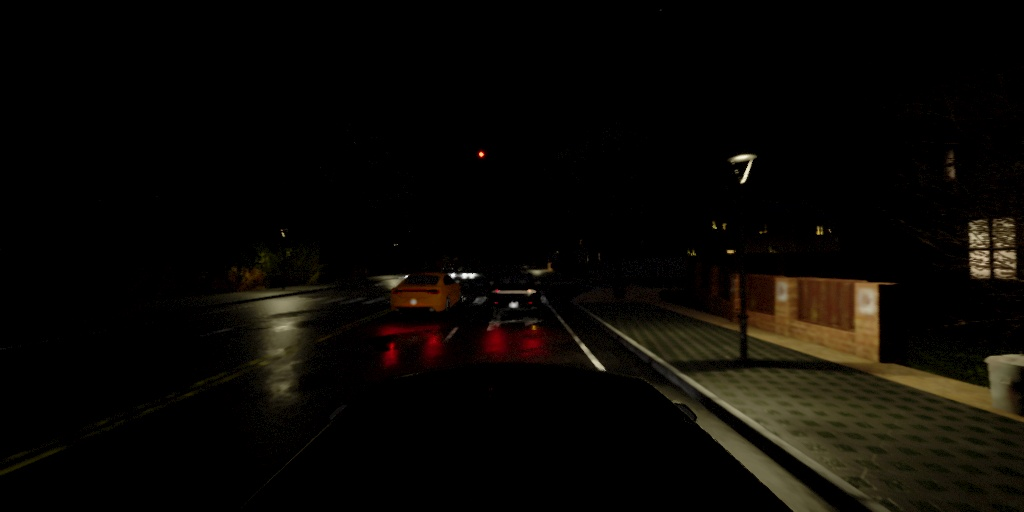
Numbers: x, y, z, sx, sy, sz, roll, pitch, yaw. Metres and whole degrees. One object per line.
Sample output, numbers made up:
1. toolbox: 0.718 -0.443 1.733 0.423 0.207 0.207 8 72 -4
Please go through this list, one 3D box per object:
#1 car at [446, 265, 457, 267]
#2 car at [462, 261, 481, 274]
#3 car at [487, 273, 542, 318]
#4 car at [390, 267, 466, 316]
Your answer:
1. car: -9.783 2.050 56.911 1.895 1.301 4.718 0 -1 1
2. car: -6.548 1.924 55.710 2.128 1.511 4.902 0 -1 0
3. car: 0.115 1.389 13.838 2.128 1.511 4.902 0 -1 2
4. car: -3.207 1.381 14.243 1.882 1.535 5.008 0 -1 1
